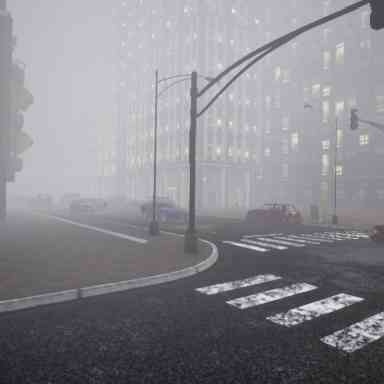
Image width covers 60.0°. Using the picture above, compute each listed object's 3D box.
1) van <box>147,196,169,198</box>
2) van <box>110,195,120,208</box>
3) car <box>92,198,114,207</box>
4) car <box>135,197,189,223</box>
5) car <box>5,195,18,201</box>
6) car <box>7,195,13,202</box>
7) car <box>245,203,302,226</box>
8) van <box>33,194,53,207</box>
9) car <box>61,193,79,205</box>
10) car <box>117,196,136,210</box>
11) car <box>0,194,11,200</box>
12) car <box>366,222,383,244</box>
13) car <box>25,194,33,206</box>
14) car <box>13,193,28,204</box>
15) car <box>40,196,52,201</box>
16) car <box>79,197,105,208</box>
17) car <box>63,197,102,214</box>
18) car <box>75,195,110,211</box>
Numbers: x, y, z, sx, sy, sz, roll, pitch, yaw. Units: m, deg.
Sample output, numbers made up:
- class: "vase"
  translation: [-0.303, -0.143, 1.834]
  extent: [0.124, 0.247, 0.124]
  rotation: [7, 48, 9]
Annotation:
- class: "van"
  translation: [-4.069, 1.382, 37.739]
  extent: [1.690, 1.788, 3.998]
  rotation: [1, -1, -35]
- class: "van"
  translation: [-10.608, 1.368, 46.951]
  extent: [1.690, 1.788, 3.998]
  rotation: [1, -1, -35]
- class: "car"
  translation: [-13.882, 1.586, 51.555]
  extent: [1.947, 1.339, 4.313]
  rotation: [1, -1, -35]
- class: "car"
  translation: [-2.107, 1.421, 24.970]
  extent: [1.882, 1.535, 5.008]
  rotation: [1, -1, -35]
- class: "car"
  translation: [-40.332, 1.377, 74.341]
  extent: [2.008, 1.369, 4.403]
  rotation: [1, -1, -35]
- class: "car"
  translation: [-37.063, 1.396, 69.735]
  extent: [1.947, 1.339, 4.313]
  rotation: [1, -1, -35]
- class: "car"
  translation: [5.738, 1.505, 23.920]
  extent: [1.967, 1.590, 4.097]
  rotation: [1, -1, -35]
- class: "van"
  translation: [-20.711, 1.197, 46.707]
  extent: [1.690, 1.788, 3.998]
  rotation: [1, -1, -35]
- class: "car"
  translation: [-20.524, 1.181, 56.276]
  extent: [2.150, 2.045, 5.566]
  rotation: [1, -1, -35]
- class: "car"
  translation: [-7.342, 1.584, 42.343]
  extent: [2.008, 1.369, 4.403]
  rotation: [1, -1, -35]
- class: "car"
  translation: [-46.775, 1.365, 83.417]
  extent: [1.752, 1.417, 4.829]
  rotation: [1, -1, -35]
- class: "car"
  translation: [9.593, 1.554, 12.515]
  extent: [5.357, 1.411, 2.033]
  rotation: [0, 0, 23]
- class: "car"
  translation: [-23.984, 1.432, 51.311]
  extent: [1.802, 1.307, 4.206]
  rotation: [1, -1, -35]
- class: "car"
  translation: [-30.519, 1.155, 60.526]
  extent: [2.192, 1.841, 5.009]
  rotation: [1, -1, -35]
- class: "car"
  translation: [-36.770, 1.570, 83.797]
  extent: [1.802, 1.307, 4.206]
  rotation: [1, -1, -35]
- class: "car"
  translation: [-14.463, 1.519, 47.811]
  extent: [2.033, 1.411, 5.357]
  rotation: [1, -1, -35]
- class: "car"
  translation: [-10.905, 1.427, 32.887]
  extent: [2.008, 1.369, 4.403]
  rotation: [1, -1, -35]
- class: "car"
  translation: [-11.590, 1.424, 38.345]
  extent: [1.837, 1.490, 4.892]
  rotation: [1, 0, -35]
